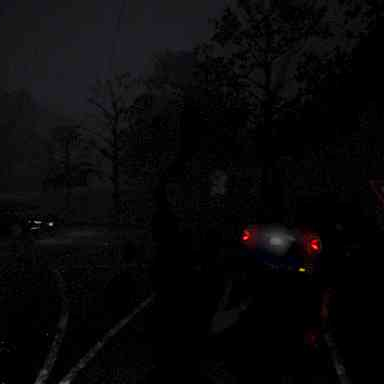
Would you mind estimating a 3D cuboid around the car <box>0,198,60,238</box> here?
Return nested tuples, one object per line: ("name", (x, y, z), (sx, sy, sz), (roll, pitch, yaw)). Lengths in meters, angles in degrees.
("car", (-8.283, 1.067, 14.981), (4.892, 1.490, 1.837), (2, 5, 20))

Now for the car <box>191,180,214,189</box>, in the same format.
("car", (2.302, -1.242, 52.929), (5.008, 1.535, 1.882), (1, 3, 19))

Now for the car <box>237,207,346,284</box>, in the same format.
("car", (3.022, 1.204, 9.408), (2.097, 1.767, 4.553), (4, 1, 30))
